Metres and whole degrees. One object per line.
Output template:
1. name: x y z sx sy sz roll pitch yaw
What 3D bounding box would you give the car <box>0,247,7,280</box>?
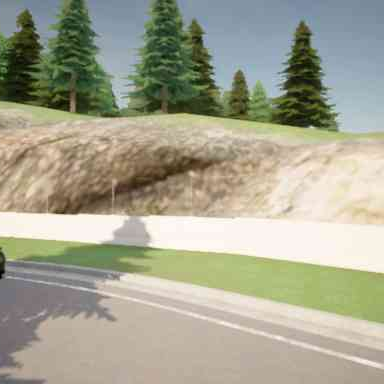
1. car: -6.284 1.407 6.951 4.902 1.511 2.128 1 0 18
